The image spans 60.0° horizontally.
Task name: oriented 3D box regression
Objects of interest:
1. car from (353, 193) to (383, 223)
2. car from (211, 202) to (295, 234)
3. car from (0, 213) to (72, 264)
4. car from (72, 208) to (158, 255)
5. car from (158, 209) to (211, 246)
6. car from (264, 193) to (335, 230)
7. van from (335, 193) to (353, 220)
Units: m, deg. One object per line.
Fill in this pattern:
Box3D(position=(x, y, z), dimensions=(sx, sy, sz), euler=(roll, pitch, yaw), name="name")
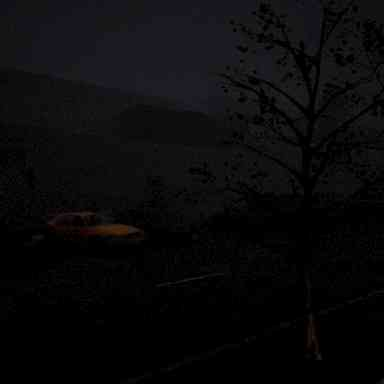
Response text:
Box3D(position=(10.297, 1.091, 23.909), dimensions=(5.566, 2.045, 2.435), euler=(-1, -1, 35), name="car")
Box3D(position=(2.985, 1.468, 18.723), dimensions=(4.674, 1.452, 2.002), euler=(-1, 0, 35), name="car")
Box3D(position=(-6.769, 1.524, 11.813), dimensions=(4.792, 1.488, 2.163), euler=(-1, -1, 35), name="car")
Box3D(position=(-4.154, 1.477, 13.432), dimensions=(5.366, 1.575, 1.946), euler=(-1, -1, 35), name="car")
Box3D(position=(-1.853, 1.499, 15.248), dimensions=(4.792, 1.488, 2.163), euler=(-1, -1, 35), name="car")
Box3D(position=(5.384, 1.153, 20.472), dimensions=(5.566, 2.045, 2.435), euler=(-1, 0, 35), name="car")
Box3D(position=(7.941, 1.146, 22.128), dimensions=(4.442, 1.987, 1.878), euler=(-1, -1, 35), name="van")
